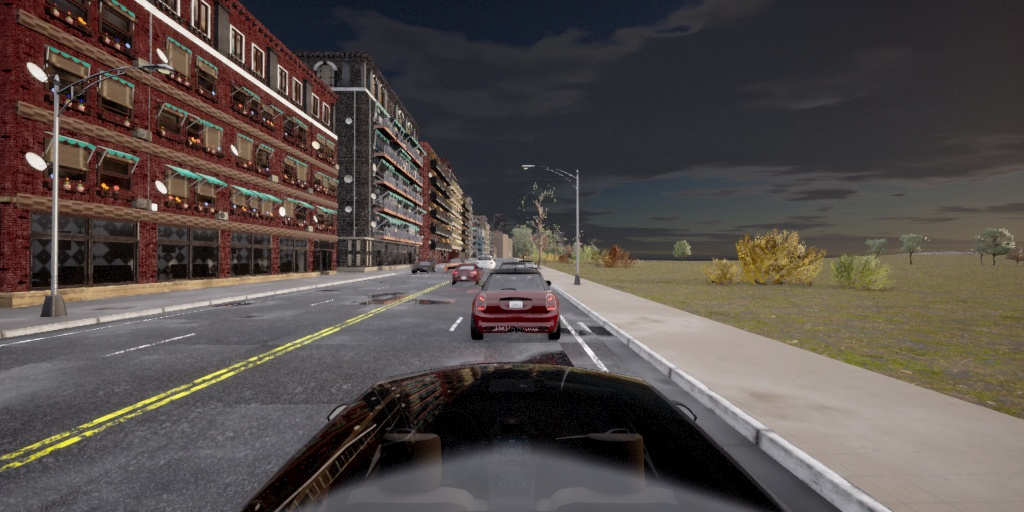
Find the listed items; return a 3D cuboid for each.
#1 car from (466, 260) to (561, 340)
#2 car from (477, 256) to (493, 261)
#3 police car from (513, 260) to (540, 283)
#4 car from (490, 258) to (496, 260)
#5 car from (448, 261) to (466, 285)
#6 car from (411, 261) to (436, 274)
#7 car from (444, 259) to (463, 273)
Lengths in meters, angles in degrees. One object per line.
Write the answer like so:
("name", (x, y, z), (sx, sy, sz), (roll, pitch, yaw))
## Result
("car", (0.081, 1.103, 10.133), (2.097, 1.767, 4.553), (0, 0, 0))
("car", (-3.209, 0.977, 44.582), (2.150, 2.045, 5.566), (0, 0, 0))
("police car", (1.098, 1.179, 29.401), (1.930, 1.638, 5.238), (0, 0, 0))
("car", (0.078, 1.105, 19.833), (2.097, 1.767, 4.553), (0, 0, 0))
("car", (-3.185, 1.279, 26.014), (1.812, 1.442, 4.674), (0, 0, 0))
("car", (-9.905, 1.300, 40.639), (2.033, 1.411, 5.357), (0, 0, 0))
("car", (-6.657, 1.105, 42.459), (2.097, 1.767, 4.553), (0, 0, 0))
